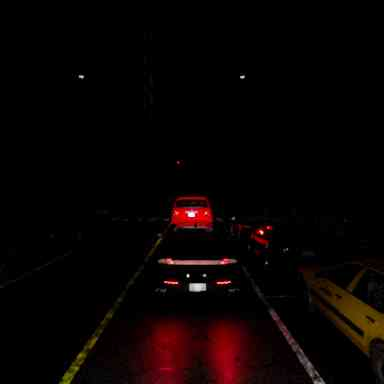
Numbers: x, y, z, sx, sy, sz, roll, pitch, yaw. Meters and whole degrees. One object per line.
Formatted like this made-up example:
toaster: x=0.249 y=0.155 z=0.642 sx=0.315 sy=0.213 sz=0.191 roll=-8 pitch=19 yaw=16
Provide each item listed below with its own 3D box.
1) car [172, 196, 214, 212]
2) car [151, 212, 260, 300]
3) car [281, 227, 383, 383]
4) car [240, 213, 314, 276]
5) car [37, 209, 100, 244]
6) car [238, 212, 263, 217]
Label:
car: x=0.063 y=1.208 z=18.718 sx=2.150 sy=2.045 sz=5.566 roll=0 pitch=0 yaw=2
car: x=0.097 y=1.486 z=8.370 sx=2.128 sy=1.511 sz=4.902 roll=0 pitch=0 yaw=0
car: x=2.865 y=1.522 z=4.781 sx=1.752 sy=1.417 sz=4.829 roll=-1 pitch=0 yaw=0
car: x=2.864 y=1.559 z=10.198 sx=1.947 sy=1.339 sz=4.313 roll=-1 pitch=0 yaw=0
car: x=-5.682 y=1.533 z=15.778 sx=1.887 sy=1.381 sz=4.507 roll=-1 pitch=0 yaw=0
car: x=2.863 y=1.570 z=15.783 sx=1.802 sy=1.307 sz=4.206 roll=-1 pitch=0 yaw=0
